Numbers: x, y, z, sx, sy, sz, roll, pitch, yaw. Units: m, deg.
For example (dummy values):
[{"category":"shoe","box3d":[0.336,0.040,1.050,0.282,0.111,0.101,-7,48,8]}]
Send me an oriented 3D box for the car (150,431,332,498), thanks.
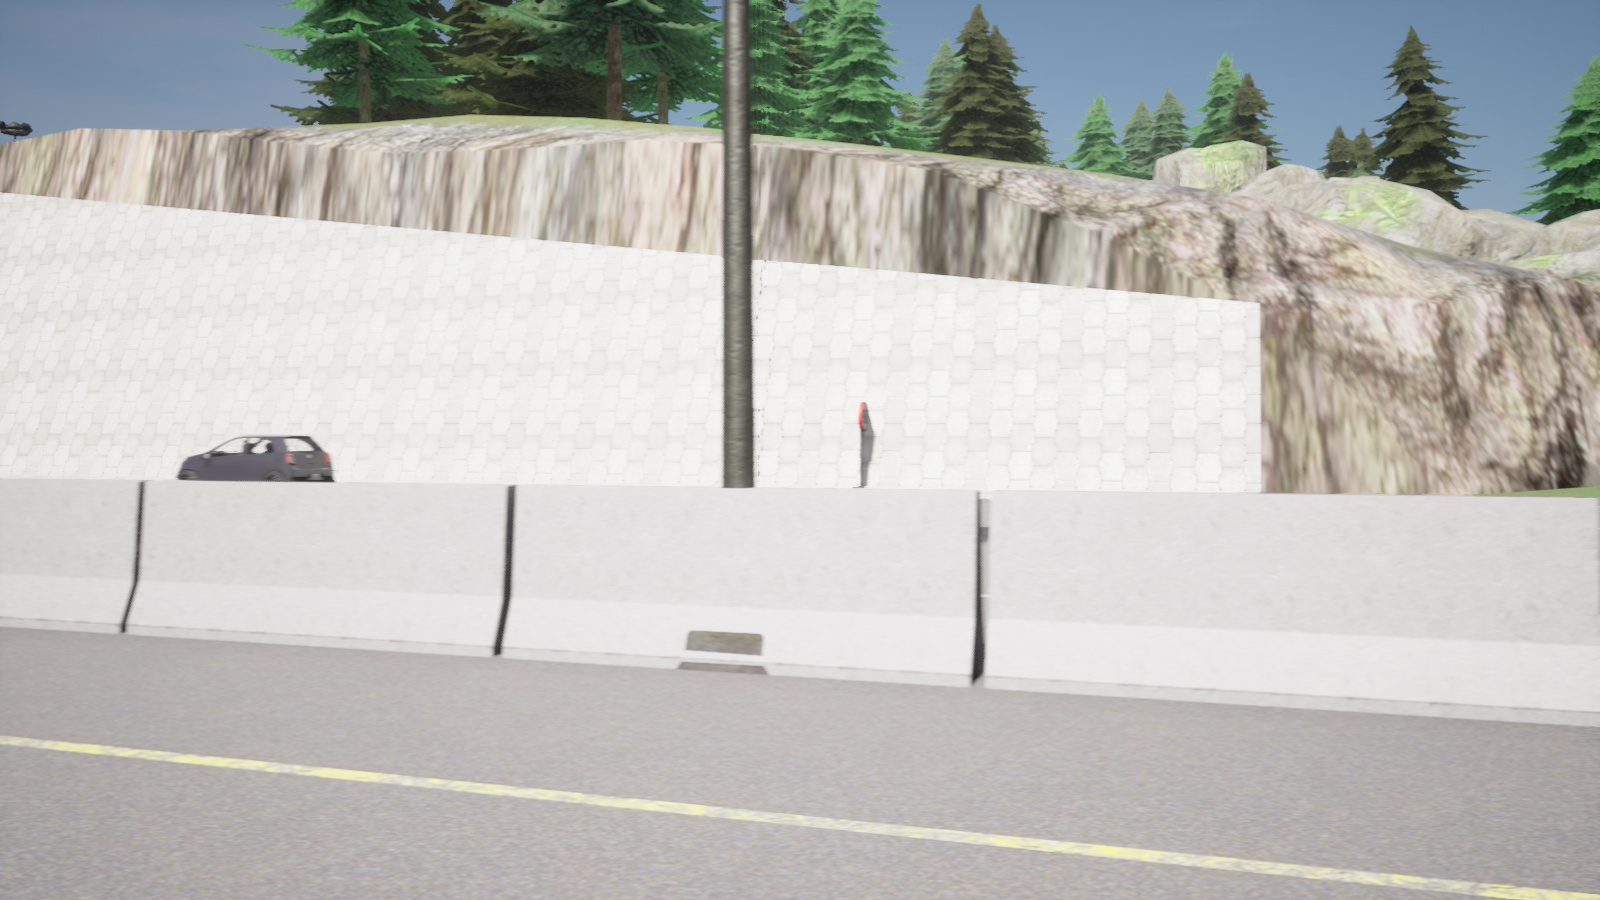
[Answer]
[{"category":"car","box3d":[-13.247,0.313,29.805,3.633,1.501,1.845,1,1,19]}]
